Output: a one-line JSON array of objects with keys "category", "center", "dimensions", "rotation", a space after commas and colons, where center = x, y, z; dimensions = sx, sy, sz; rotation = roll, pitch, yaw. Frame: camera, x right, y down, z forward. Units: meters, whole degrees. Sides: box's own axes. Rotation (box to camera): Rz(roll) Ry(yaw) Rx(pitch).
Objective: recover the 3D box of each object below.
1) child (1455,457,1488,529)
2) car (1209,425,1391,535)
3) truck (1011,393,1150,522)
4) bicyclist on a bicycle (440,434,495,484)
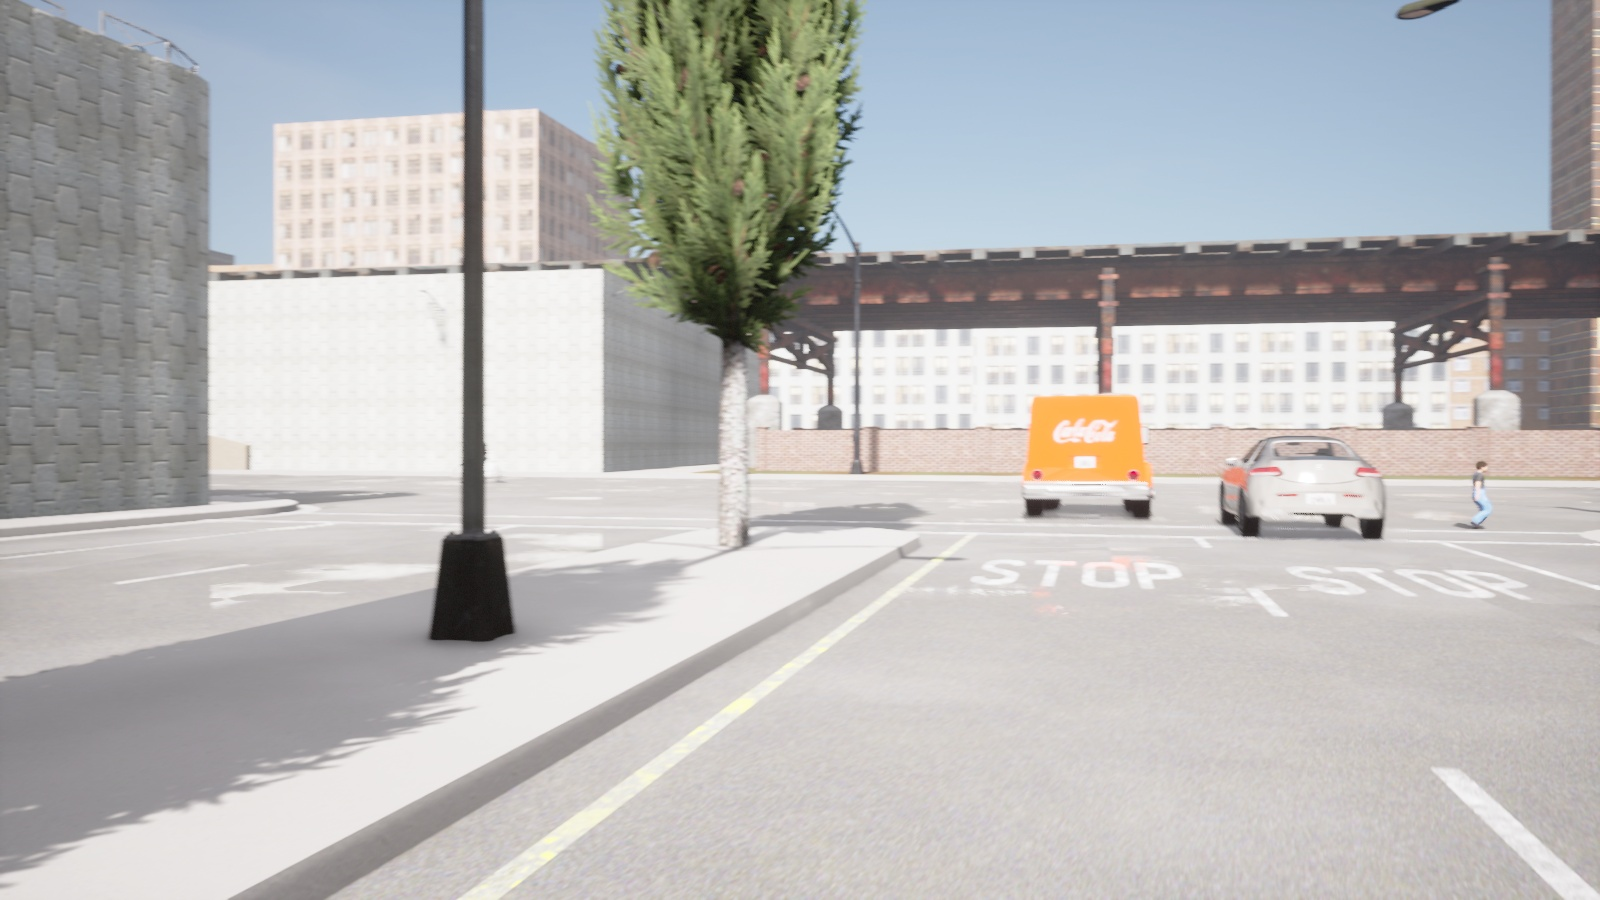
[{"category": "child", "center": [11.772, 0.749, 22.019], "dimensions": [0.437, 1.263, 0.270], "rotation": [0, 0, 12]}, {"category": "car", "center": [8.361, 0.434, 21.478], "dimensions": [2.152, 1.651, 5.027], "rotation": [0, 0, 13]}, {"category": "truck", "center": [6.094, 0.128, 26.887], "dimensions": [2.627, 2.467, 5.204], "rotation": [0, 0, 15]}, {"category": "bicyclist on a bicycle", "center": [-12.071, 0.310, 45.589], "dimensions": [1.843, 1.776, 0.659], "rotation": [1, 0, 14]}]
